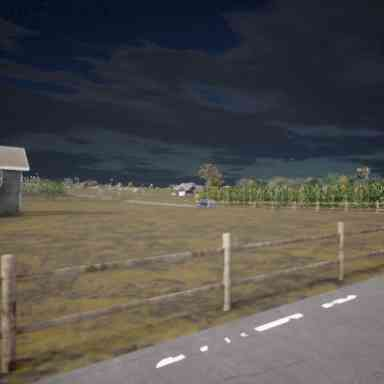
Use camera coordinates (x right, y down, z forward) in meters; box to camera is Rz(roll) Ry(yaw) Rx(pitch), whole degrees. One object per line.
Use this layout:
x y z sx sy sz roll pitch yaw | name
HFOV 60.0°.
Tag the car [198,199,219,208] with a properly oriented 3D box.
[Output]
3.231 2.112 64.909 2.097 1.767 4.553 2 -1 -35 | car
